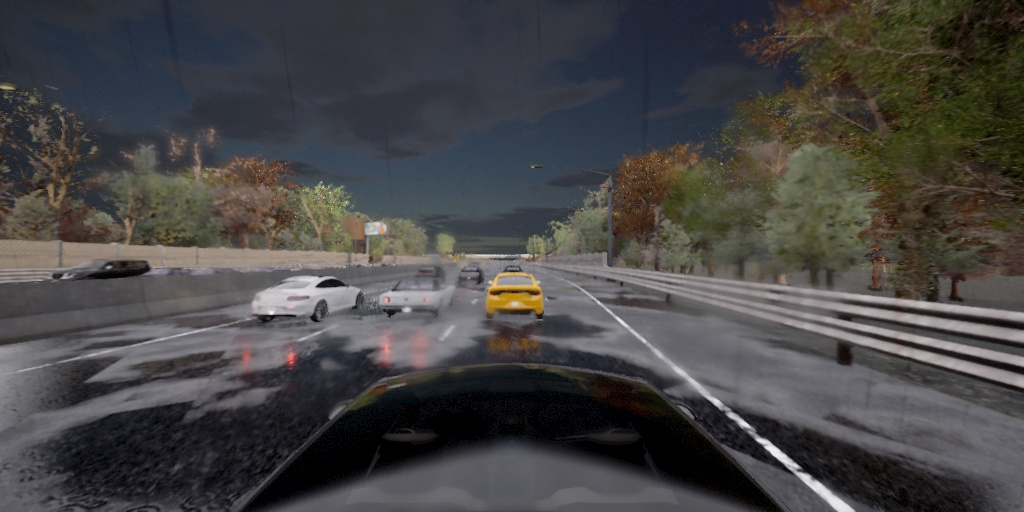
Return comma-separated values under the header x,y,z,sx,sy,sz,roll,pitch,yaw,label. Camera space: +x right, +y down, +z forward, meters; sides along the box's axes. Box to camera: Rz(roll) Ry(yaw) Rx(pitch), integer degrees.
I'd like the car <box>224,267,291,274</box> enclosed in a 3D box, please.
x,y,z,sx,sy,sz,roll,pitch,yaw,label
-17.604,1.529,25.937,2.128,1.511,4.902,0,-1,0,car

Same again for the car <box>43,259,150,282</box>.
x,y,z,sx,sy,sz,roll,pitch,yaw,label
-27.818,1.244,24.520,2.150,2.045,5.566,0,-1,-2,car

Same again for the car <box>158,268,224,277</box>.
x,y,z,sx,sy,sz,roll,pitch,yaw,label
-21.106,1.577,25.280,2.033,1.411,5.357,0,-1,0,car

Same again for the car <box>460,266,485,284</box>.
x,y,z,sx,sy,sz,roll,pitch,yaw,label
-3.409,1.590,30.944,2.128,1.511,4.902,0,-1,0,car

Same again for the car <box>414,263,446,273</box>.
x,y,z,sx,sy,sz,roll,pitch,yaw,label
-6.909,1.604,31.026,1.837,1.490,4.892,0,-1,0,car

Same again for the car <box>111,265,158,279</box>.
x,y,z,sx,sy,sz,roll,pitch,yaw,label
-24.606,1.582,25.716,2.033,1.411,5.357,0,-1,0,car

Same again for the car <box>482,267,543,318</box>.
x,y,z,sx,sy,sz,roll,pitch,yaw,label
0.096,1.367,13.681,1.882,1.535,5.008,0,-1,0,car

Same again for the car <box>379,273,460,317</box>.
x,y,z,sx,sy,sz,roll,pitch,yaw,label
-3.404,1.493,13.894,1.895,1.301,4.718,0,-1,0,car

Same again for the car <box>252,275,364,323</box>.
x,y,z,sx,sy,sz,roll,pitch,yaw,label
-6.906,1.403,12.614,1.812,1.442,4.674,0,-1,0,car
